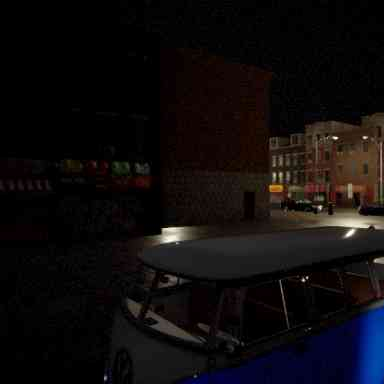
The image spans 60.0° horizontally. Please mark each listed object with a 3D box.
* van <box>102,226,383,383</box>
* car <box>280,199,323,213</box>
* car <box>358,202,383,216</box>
[{"bbox_3d":[1.075,1.341,3.587,3.998,1.788,1.690,0,0,-36],"label":"van"},{"bbox_3d":[12.006,1.492,36.762,2.128,1.511,4.902,0,0,-35],"label":"car"},{"bbox_3d":[17.125,1.572,29.575,1.994,1.385,4.181,0,0,-35],"label":"car"}]
